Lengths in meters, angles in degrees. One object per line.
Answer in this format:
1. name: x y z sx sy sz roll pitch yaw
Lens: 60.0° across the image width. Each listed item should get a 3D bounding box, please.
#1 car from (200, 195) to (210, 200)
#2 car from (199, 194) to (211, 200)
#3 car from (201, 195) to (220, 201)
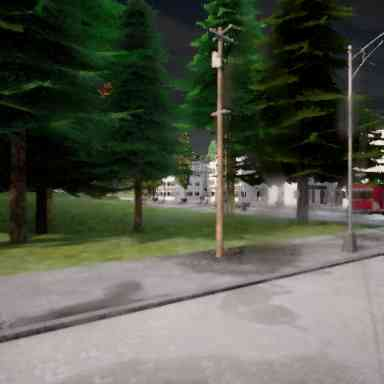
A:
1. car: 4.891 1.541 90.371 4.536 1.218 1.853 0 0 -6
2. car: 3.598 1.455 92.853 1.845 1.501 3.633 0 0 -24
3. car: 4.943 1.698 90.376 4.974 1.542 2.038 0 0 -6
